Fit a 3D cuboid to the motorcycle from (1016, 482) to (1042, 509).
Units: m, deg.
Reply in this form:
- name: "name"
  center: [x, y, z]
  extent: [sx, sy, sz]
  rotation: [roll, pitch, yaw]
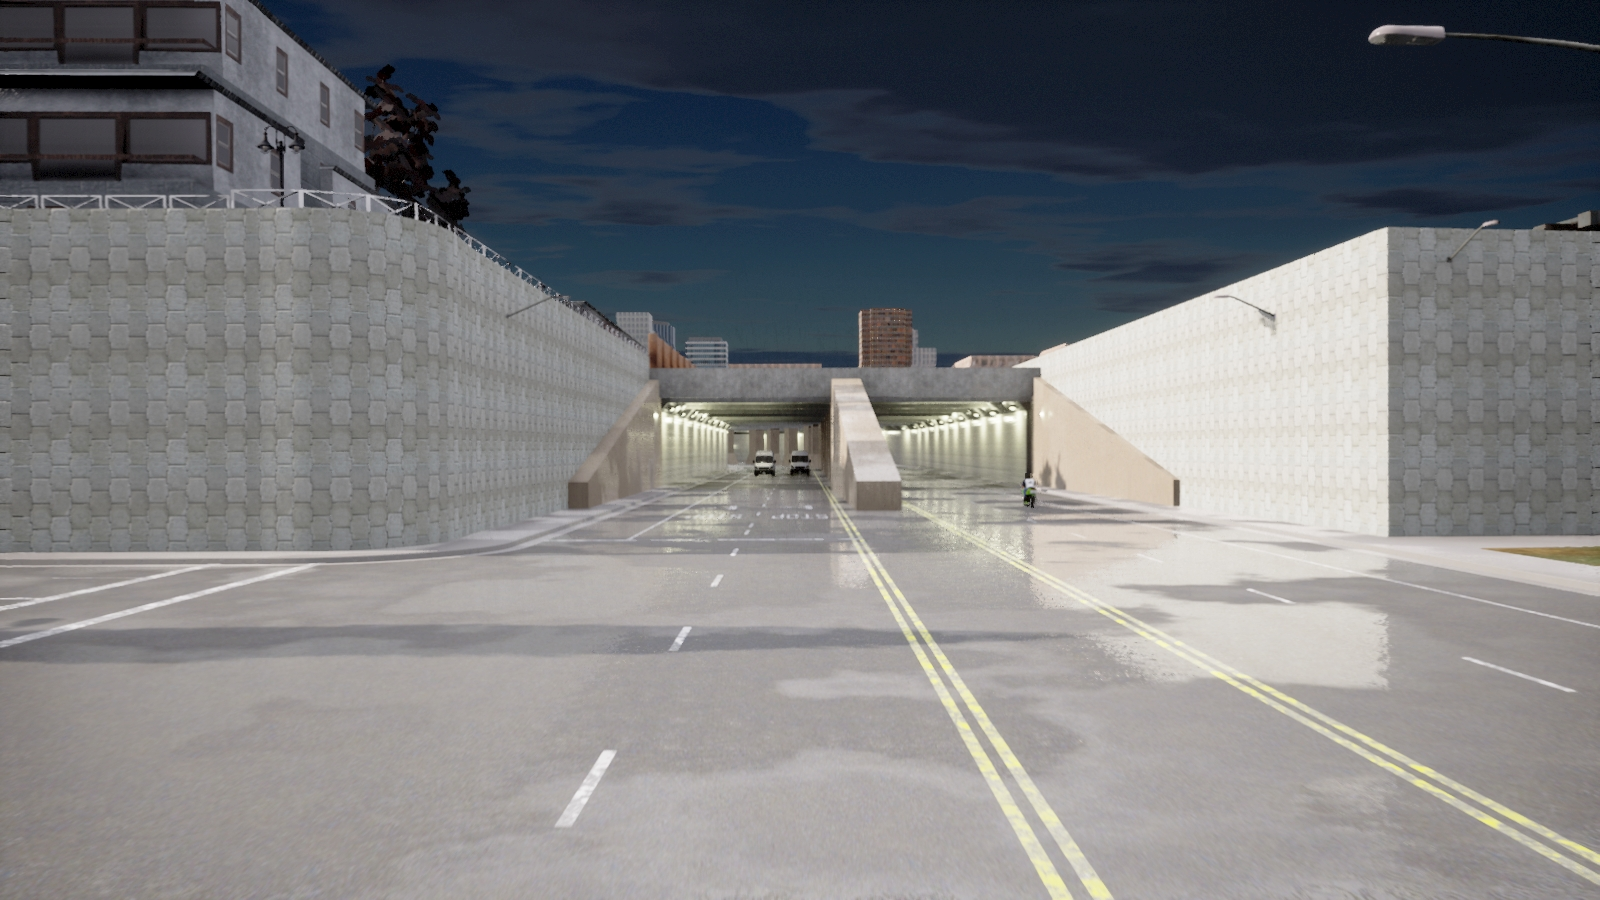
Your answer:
- name: "motorcycle"
  center: [10.476, 2.075, 52.326]
  extent: [0.803, 1.145, 2.033]
  rotation: [0, 0, 0]
